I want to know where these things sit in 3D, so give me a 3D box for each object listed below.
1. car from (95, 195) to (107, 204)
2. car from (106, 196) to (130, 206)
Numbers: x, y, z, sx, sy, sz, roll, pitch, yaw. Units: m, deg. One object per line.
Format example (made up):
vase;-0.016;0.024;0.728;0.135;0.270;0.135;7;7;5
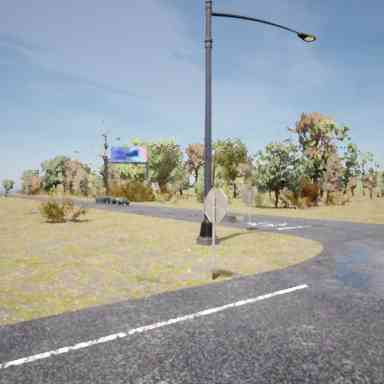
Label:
car;-16.342;1.392;60.899;1.837;1.490;4.892;0;0;-34
car;-11.808;1.503;54.185;1.895;1.301;4.718;0;0;-33
